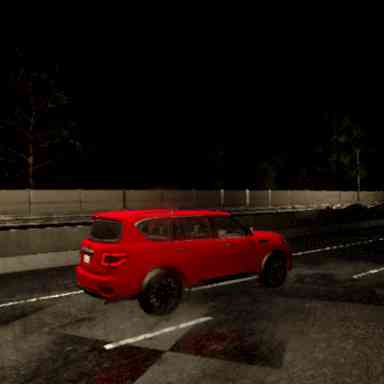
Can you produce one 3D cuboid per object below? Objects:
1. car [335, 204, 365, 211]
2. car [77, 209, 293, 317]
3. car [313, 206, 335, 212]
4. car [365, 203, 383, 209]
[{"bbox_3d":[19.627,2.192,39.699,4.892,1.490,1.837,0,-2,-36],"label":"car"},{"bbox_3d":[0.070,1.435,8.240,5.566,2.045,2.150,0,-2,-36],"label":"car"},{"bbox_3d":[17.559,2.425,42.516,4.718,1.301,1.895,0,-2,-36],"label":"car"},{"bbox_3d":[21.694,1.946,36.882,4.553,1.767,2.097,0,-2,-36],"label":"car"}]
